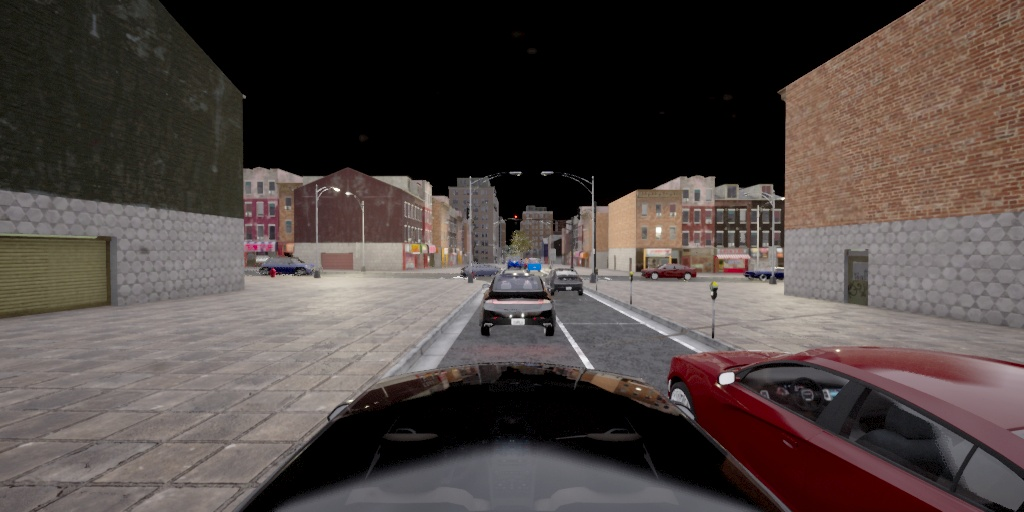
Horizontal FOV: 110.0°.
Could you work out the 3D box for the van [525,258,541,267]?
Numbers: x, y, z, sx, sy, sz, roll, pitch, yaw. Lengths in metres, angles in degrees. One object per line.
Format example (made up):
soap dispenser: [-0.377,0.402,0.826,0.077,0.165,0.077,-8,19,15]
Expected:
van: [2.861,1.210,46.217,1.690,1.789,3.998,0,0,0]

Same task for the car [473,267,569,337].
car: [0.142,1.243,10.353,2.128,1.511,4.902,0,0,0]

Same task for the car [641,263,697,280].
car: [14.863,1.462,34.152,5.008,1.535,1.882,1,1,0]

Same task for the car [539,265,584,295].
car: [2.723,1.316,19.263,2.007,1.370,4.403,0,0,0]

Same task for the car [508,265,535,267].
car: [0.219,1.369,20.396,1.895,1.301,4.718,0,0,1]

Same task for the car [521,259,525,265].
car: [2.914,1.249,56.798,2.192,1.841,5.009,0,0,0]

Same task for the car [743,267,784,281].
car: [24.823,1.716,34.087,4.718,1.301,1.895,1,1,0]

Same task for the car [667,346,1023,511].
car: [2.637,1.294,2.387,1.888,1.381,4.507,0,0,0]

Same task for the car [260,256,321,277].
car: [-19.323,0.922,31.434,4.553,1.767,2.097,1,1,0]

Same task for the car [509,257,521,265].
car: [0.395,1.168,58.514,2.150,2.045,5.566,0,0,0]

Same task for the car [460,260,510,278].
car: [-2.726,1.333,33.235,4.181,1.385,1.994,0,1,-29]
